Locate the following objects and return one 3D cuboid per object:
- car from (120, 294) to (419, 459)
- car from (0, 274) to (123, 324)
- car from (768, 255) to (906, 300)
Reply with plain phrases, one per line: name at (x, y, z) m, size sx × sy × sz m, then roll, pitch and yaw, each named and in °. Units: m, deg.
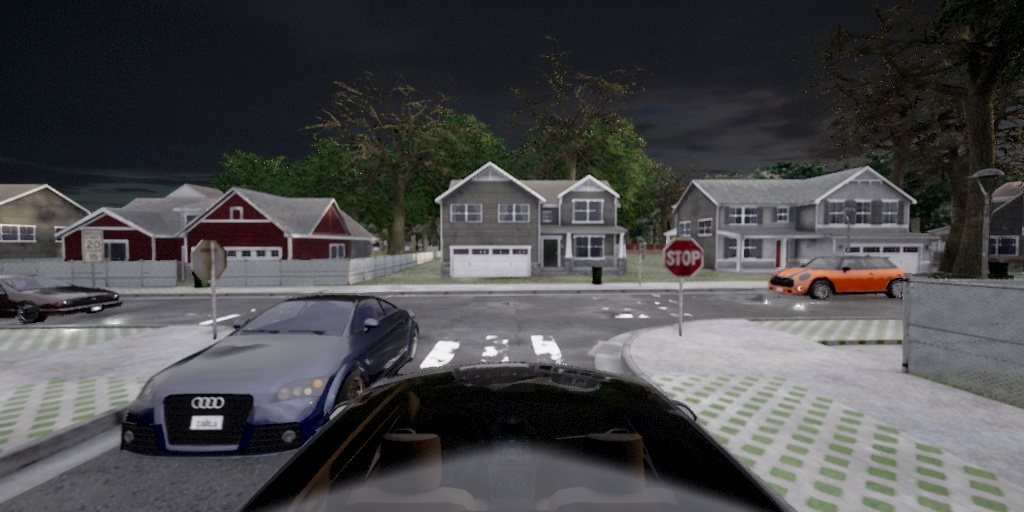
car at (-2.736, 1.278, 5.188) m, size 1.994 × 1.385 × 4.181 m, roll 0°, pitch 1°, yaw 0°
car at (-15.997, 1.315, 11.474) m, size 5.357 × 1.411 × 2.033 m, roll 0°, pitch 2°, yaw -1°
car at (13.227, 0.767, 14.720) m, size 4.553 × 1.767 × 2.097 m, roll -1°, pitch 2°, yaw -1°
